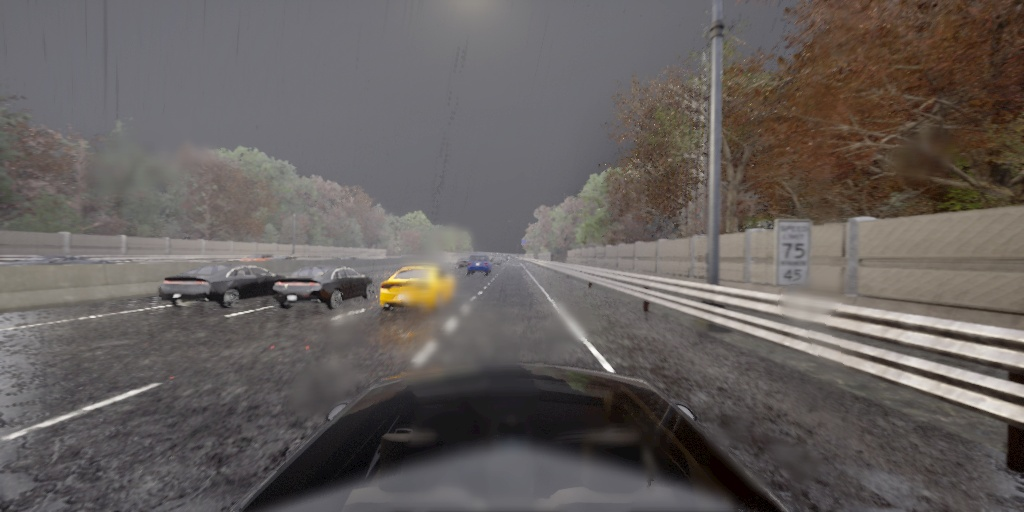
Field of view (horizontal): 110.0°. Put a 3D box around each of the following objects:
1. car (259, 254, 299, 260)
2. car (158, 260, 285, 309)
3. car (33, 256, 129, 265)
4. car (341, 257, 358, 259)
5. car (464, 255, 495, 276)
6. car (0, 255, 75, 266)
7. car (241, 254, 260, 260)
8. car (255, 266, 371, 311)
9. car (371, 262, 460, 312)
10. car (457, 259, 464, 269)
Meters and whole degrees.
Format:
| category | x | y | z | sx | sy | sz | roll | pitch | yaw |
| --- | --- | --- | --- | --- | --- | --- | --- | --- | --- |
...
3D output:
| category | x | y | z | sx | sy | sz | roll | pitch | yaw |
| --- | --- | --- | --- | --- | --- | --- | --- | --- | --- |
| car | -27.747 | 0.752 | 43.596 | 1.837 | 1.490 | 4.892 | 1 | 0 | 1 |
| car | -10.445 | 1.052 | 13.637 | 2.128 | 1.511 | 4.902 | 1 | 0 | 0 |
| car | -27.943 | 0.843 | 24.124 | 1.895 | 1.301 | 4.718 | 1 | 0 | 1 |
| car | -20.738 | 0.885 | 45.391 | 1.837 | 1.490 | 4.892 | 1 | 0 | 1 |
| car | -3.283 | 0.915 | 37.101 | 2.150 | 2.045 | 5.566 | 1 | 0 | 0 |
| car | -31.432 | 0.671 | 24.553 | 2.128 | 1.511 | 4.902 | 1 | 0 | 1 |
| car | -31.236 | 0.533 | 44.243 | 2.097 | 1.767 | 4.553 | 1 | 0 | 0 |
| car | -6.945 | 1.116 | 13.779 | 2.128 | 1.511 | 4.902 | 1 | 0 | 0 |
| car | -3.444 | 1.166 | 13.895 | 1.882 | 1.535 | 5.008 | 1 | 0 | 0 |
| car | -6.681 | 1.139 | 52.912 | 1.837 | 1.490 | 4.892 | 1 | 0 | 0 |
